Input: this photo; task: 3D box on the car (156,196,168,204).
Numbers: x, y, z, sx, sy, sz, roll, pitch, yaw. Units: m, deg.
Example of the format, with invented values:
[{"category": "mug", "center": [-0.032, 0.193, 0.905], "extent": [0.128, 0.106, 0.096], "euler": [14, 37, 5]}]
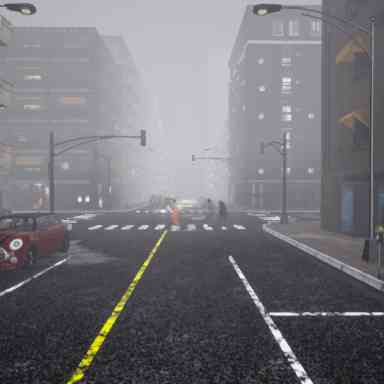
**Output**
[{"category": "car", "center": [-5.687, 1.504, 63.611], "extent": [1.752, 1.417, 4.829], "euler": [-1, 0, 0]}]

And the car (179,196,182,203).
[{"category": "car", "center": [-3.157, 1.583, 56.369], "extent": [1.895, 1.301, 4.718], "euler": [0, 0, 0]}]

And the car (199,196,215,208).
[{"category": "car", "center": [2.288, 1.568, 47.154], "extent": [1.802, 1.307, 4.206], "euler": [-1, 0, 0]}]

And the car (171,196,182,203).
[{"category": "car", "center": [-3.145, 1.518, 69.449], "extent": [2.033, 1.411, 5.357], "euler": [0, 0, 0]}]

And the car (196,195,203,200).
[{"category": "car", "center": [2.036, 1.546, 91.467], "extent": [1.802, 1.307, 4.206], "euler": [-1, 0, 0]}]

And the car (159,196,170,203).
[{"category": "car", "center": [-5.718, 1.558, 69.319], "extent": [1.802, 1.307, 4.206], "euler": [-1, 0, 0]}]

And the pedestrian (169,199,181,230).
[{"category": "pedestrian", "center": [-0.994, 1.289, 19.763], "extent": [0.375, 1.860, 0.375], "euler": [-1, 1, 0]}]

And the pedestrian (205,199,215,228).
[{"category": "pedestrian", "center": [1.114, 1.288, 20.430], "extent": [0.375, 1.860, 0.375], "euler": [-1, 1, 0]}]

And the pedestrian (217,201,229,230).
[{"category": "pedestrian", "center": [1.780, 1.289, 19.234], "extent": [0.375, 1.860, 0.375], "euler": [-1, 1, 0]}]

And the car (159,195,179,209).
[{"category": "car", "center": [-3.102, 1.491, 45.855], "extent": [1.837, 1.490, 4.892], "euler": [0, 0, 0]}]

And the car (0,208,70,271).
[{"category": "car", "center": [-5.517, 1.437, 10.729], "extent": [1.967, 1.590, 4.097], "euler": [-1, 0, 0]}]

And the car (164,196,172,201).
[{"category": "car", "center": [-5.781, 1.552, 80.393], "extent": [1.802, 1.307, 4.206], "euler": [-1, 0, 0]}]

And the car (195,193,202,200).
[{"category": "car", "center": [2.130, 1.518, 74.849], "extent": [1.887, 1.381, 4.507], "euler": [-1, 0, 0]}]

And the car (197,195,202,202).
[{"category": "car", "center": [2.256, 1.534, 52.693], "extent": [2.008, 1.369, 4.403], "euler": [-1, 0, 0]}]

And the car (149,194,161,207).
[{"category": "car", "center": [-5.627, 1.298, 52.707], "extent": [2.192, 1.841, 5.009], "euler": [-1, 0, 0]}]
